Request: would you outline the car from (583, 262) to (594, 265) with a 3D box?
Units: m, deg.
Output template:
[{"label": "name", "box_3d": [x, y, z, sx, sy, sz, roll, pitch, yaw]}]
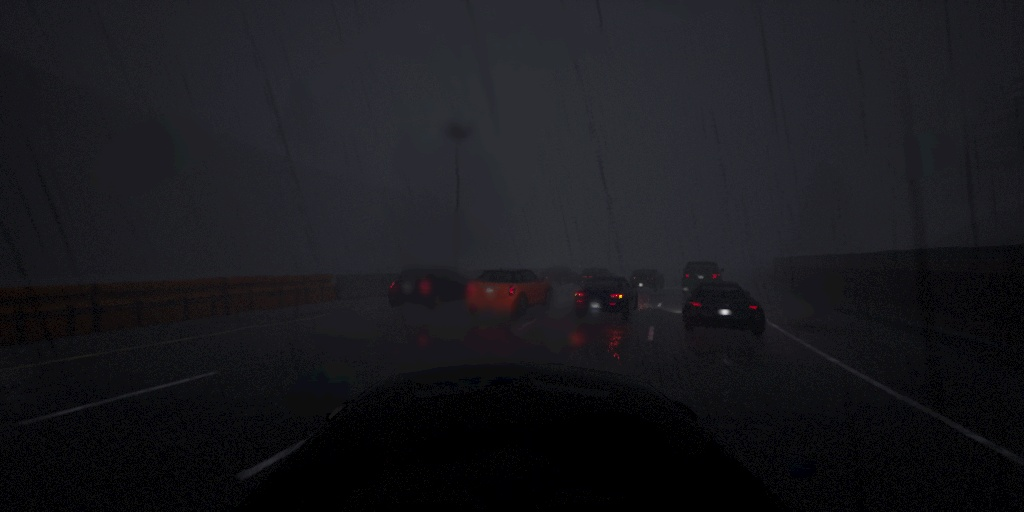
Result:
[{"label": "car", "box_3d": [15.042, 2.210, 62.485, 2.033, 1.411, 5.357, 0, -1, 43]}]

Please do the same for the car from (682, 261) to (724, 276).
[{"label": "car", "box_3d": [12.122, 1.352, 22.837, 2.150, 2.045, 5.566, 0, -1, 30]}]

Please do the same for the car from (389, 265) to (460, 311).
[{"label": "car", "box_3d": [-3.122, 1.251, 15.625, 2.097, 1.767, 4.553, 0, -1, 24]}]

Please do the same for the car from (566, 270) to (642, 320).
[{"label": "car", "box_3d": [3.679, 1.462, 13.694, 1.812, 1.442, 4.674, 0, -1, 24]}]

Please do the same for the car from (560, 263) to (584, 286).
[{"label": "car", "box_3d": [3.962, 1.621, 29.652, 1.882, 1.535, 5.008, 0, -1, 30]}]

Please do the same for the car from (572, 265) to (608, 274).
[{"label": "car", "box_3d": [6.474, 1.638, 27.025, 1.837, 1.490, 4.892, 0, 0, 30]}]

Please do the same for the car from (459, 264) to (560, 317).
[{"label": "car", "box_3d": [0.130, 1.264, 14.328, 2.097, 1.767, 4.553, 0, -1, 24]}]

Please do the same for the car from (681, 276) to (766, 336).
[{"label": "car", "box_3d": [6.438, 1.493, 11.306, 1.994, 1.385, 4.181, 0, -1, 24]}]

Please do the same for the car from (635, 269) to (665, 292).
[{"label": "car", "box_3d": [9.574, 1.645, 25.399, 1.837, 1.490, 4.892, 0, 0, 30]}]
